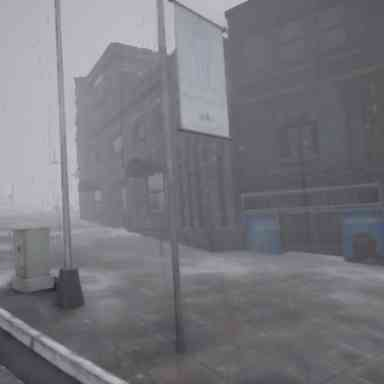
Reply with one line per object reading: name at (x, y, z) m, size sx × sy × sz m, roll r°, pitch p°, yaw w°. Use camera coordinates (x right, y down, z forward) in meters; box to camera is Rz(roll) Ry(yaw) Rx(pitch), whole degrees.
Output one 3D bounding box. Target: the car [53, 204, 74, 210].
car at (-25.382, 2.990, 65.752) m, size 1.895 × 1.301 × 4.718 m, roll -4°, pitch -2°, yaw 7°
